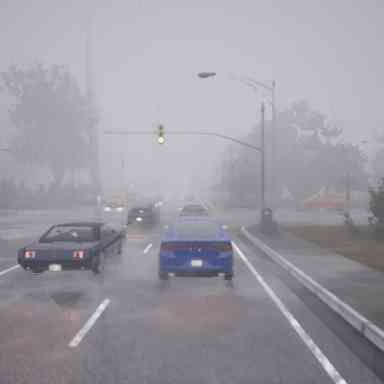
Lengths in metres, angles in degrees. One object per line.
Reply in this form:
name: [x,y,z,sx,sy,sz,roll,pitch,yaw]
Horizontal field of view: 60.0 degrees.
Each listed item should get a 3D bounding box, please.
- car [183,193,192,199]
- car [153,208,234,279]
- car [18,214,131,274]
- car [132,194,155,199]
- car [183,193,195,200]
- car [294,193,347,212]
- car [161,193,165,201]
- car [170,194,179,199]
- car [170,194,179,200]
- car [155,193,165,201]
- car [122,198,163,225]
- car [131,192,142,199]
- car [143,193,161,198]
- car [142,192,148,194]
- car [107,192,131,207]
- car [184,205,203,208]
car: [-1.238,1.134,90.038,1.837,1.490,4.892,0,1,-7]
car: [0.106,1.466,10.059,1.882,1.535,5.008,0,0,0]
car: [-3.397,1.588,10.497,1.895,1.301,4.718,0,0,0]
car: [-7.068,1.462,49.136,1.994,1.385,4.181,0,0,0]
car: [-0.488,1.079,80.112,2.097,1.767,4.553,0,1,-4]
car: [14.134,1.149,36.553,5.566,2.045,2.150,0,0,-6]
car: [-7.065,1.417,67.970,1.895,1.301,4.718,0,0,-1]
car: [-4.735,1.174,89.760,2.033,1.411,5.357,0,1,-7]
car: [-3.950,1.270,79.291,2.033,1.411,5.357,0,1,-4]
car: [-7.394,1.092,78.206,2.097,1.767,4.553,0,1,-3]
car: [-3.387,1.463,23.701,1.837,1.490,4.892,0,1,0]
car: [-10.533,1.094,57.108,2.150,2.045,5.566,0,0,0]
car: [-7.036,1.347,57.945,1.882,1.535,5.008,0,0,0]
car: [-10.559,1.317,67.332,2.128,1.511,4.902,0,0,0]
car: [-10.596,1.254,47.524,2.097,1.767,4.553,0,0,1]
car: [0.112,1.525,22.190,1.994,1.385,4.181,0,0,0]
